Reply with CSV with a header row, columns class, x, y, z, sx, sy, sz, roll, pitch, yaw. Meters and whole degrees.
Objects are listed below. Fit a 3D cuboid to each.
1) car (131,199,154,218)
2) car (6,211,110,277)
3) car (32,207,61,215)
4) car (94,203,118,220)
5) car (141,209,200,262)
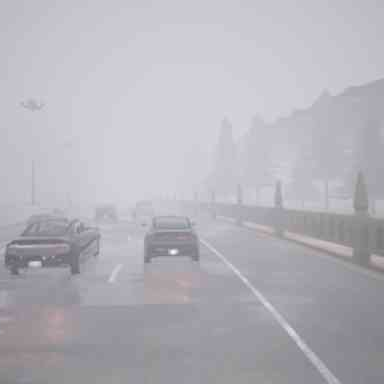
class,x,y,z,sx,sy,sz,roll,pitch,yaw
car,-5.016,1.621,33.565,2.097,1.767,4.553,0,-1,-13
car,-4.156,1.594,10.691,2.128,1.511,4.902,0,0,-6
car,-9.605,1.742,22.310,1.812,1.442,4.674,0,0,-12
car,-7.869,1.771,30.452,1.837,1.490,4.892,0,0,-13
car,-0.846,1.601,12.579,1.837,1.490,4.892,0,0,-7
